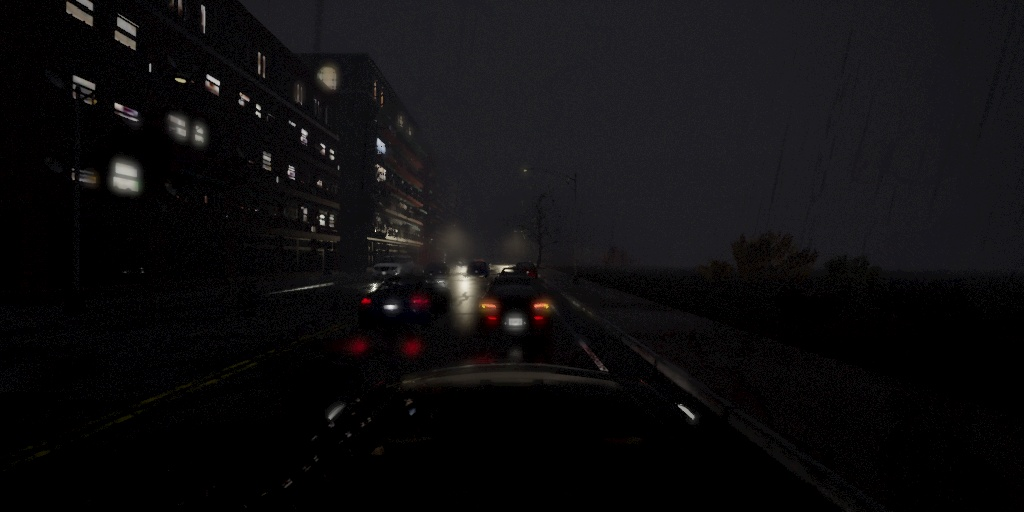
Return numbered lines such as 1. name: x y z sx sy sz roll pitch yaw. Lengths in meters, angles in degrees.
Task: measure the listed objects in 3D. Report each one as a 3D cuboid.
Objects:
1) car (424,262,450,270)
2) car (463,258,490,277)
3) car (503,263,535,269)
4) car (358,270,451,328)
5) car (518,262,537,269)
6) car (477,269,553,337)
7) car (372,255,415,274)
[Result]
1. car: -6.666 1.277 31.811 1.812 1.442 4.674 0 0 0
2. car: -3.222 1.229 34.848 1.882 1.535 5.008 0 0 0
3. car: 0.061 1.316 20.322 1.994 1.385 4.181 0 0 0
4. car: -3.171 1.315 11.376 1.994 1.385 4.181 0 0 0
5. car: 1.077 1.230 29.850 1.882 1.535 5.008 0 0 0
6. car: 0.074 1.277 10.155 1.812 1.442 4.674 0 0 0
7. car: -9.913 0.973 30.487 2.150 2.045 5.566 0 0 0
